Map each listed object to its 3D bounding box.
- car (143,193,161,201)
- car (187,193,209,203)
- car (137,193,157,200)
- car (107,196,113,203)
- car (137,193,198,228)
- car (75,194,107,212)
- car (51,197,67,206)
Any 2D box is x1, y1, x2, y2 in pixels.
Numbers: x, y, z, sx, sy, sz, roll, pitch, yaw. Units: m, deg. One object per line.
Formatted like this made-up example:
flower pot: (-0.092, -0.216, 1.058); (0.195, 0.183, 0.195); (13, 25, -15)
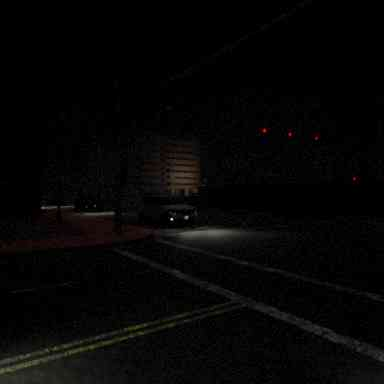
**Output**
car: (-9.827, 1.156, 81.483); (3.866, 1.878, 1.905); (0, 0, -34)
car: (1.207, 1.156, 65.255); (3.866, 1.878, 1.905); (0, 0, -34)
car: (-11.404, 1.153, 83.910); (4.605, 1.855, 1.932); (0, 0, -34)
car: (-17.252, 1.526, 66.768); (1.812, 1.442, 4.674); (0, 0, -33)
car: (-1.821, 1.221, 22.849); (2.150, 2.045, 5.566); (0, 0, -33)
car: (-12.160, 1.222, 38.985); (2.150, 2.045, 5.566); (0, 0, -33)
car: (-21.517, 1.508, 53.749); (1.837, 1.490, 4.892); (0, -1, -32)
